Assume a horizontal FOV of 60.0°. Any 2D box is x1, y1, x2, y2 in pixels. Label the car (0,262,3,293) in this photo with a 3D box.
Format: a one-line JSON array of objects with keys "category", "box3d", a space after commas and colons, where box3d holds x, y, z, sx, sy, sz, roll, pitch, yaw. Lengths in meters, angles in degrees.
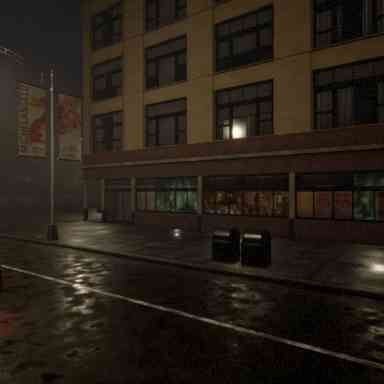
[{"category": "car", "box3d": [-5.825, 1.564, 7.717, 1.994, 1.385, 4.181, 0, 0, -40]}]
